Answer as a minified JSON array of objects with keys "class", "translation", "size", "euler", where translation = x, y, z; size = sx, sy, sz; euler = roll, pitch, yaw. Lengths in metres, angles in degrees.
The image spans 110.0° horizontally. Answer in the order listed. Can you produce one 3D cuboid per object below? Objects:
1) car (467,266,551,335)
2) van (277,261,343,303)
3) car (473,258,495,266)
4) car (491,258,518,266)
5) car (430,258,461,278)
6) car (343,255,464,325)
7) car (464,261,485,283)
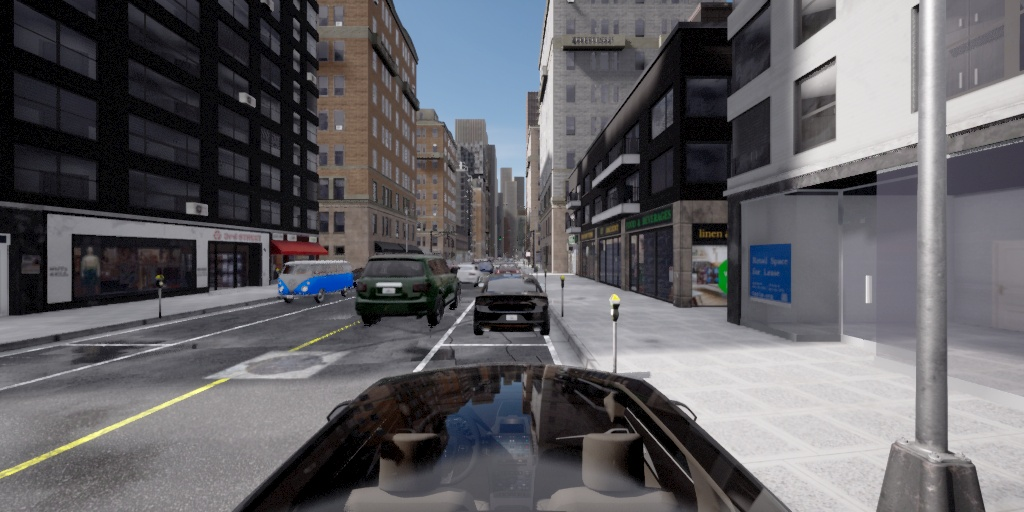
[{"class":"car","translation":[-0.006,1.228,10.500],"size":[1.882,1.535,5.008],"euler":[0,0,0]},{"class":"van","translation":[-8.813,1.092,16.328],"size":[1.690,1.789,3.998],"euler":[0,0,0]},{"class":"car","translation":[-3.063,1.305,41.651],"size":[2.033,1.411,5.357],"euler":[0,0,0]},{"class":"car","translation":[-0.288,1.193,27.330],"size":[1.967,1.591,4.097],"euler":[0,0,0]},{"class":"car","translation":[-6.238,1.107,34.018],"size":[2.097,1.767,4.553],"euler":[0,0,0]},{"class":"car","translation":[-3.141,0.974,11.880],"size":[2.150,2.045,5.566],"euler":[0,0,0]},{"class":"car","translation":[-3.094,1.278,24.534],"size":[1.812,1.442,4.674],"euler":[0,0,0]}]
